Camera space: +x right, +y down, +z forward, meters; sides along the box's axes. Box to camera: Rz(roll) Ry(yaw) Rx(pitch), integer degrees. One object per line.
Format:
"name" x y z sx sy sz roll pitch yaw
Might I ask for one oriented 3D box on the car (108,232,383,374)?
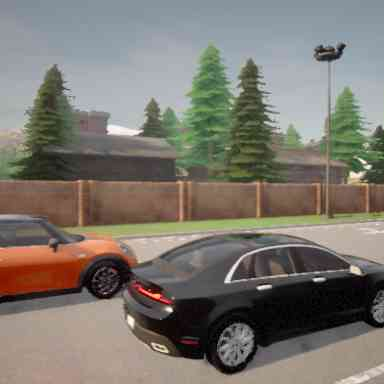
"car" 1.346 1.438 5.453 4.892 1.490 1.837 0 1 -28

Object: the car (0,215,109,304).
"car" -3.425 1.253 6.892 4.553 1.767 2.097 0 1 -28
